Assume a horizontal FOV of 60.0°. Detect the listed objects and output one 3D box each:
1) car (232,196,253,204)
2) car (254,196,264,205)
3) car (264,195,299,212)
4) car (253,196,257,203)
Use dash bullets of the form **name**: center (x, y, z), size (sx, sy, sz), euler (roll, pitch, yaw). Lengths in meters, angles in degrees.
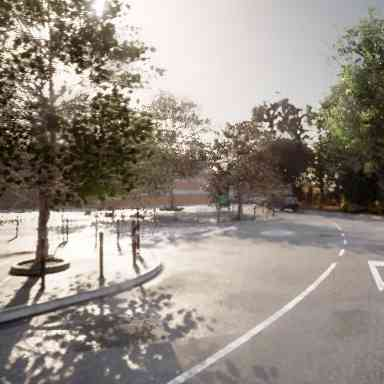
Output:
- **car**: center (12.522, 2.162, 87.965), size (5.566, 2.045, 2.435), euler (0, -1, 26)
- **car**: center (17.041, 2.380, 79.768), size (1.994, 1.385, 4.181), euler (0, -1, 26)
- **car**: center (12.041, 1.525, 44.231), size (2.150, 2.045, 5.566), euler (0, -1, -12)
- **car**: center (15.059, 2.464, 93.013), size (5.008, 1.535, 2.097), euler (0, -1, 26)
